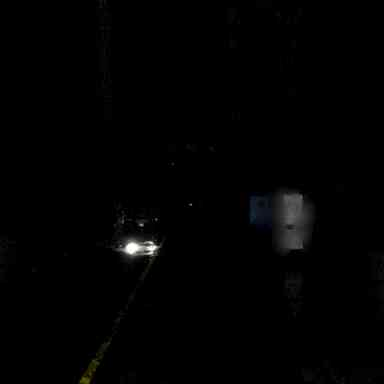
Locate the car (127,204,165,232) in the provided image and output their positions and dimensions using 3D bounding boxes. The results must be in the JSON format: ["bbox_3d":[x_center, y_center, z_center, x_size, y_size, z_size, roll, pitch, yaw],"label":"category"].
[{"bbox_3d":[-2.700,1.488,20.316,2.128,1.511,4.902,0,0,0],"label":"car"}]

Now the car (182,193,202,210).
[{"bbox_3d":[0.064,1.216,44.983,2.150,2.045,5.566,0,0,6],"label":"car"}]

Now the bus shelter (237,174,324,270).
[{"bbox_3d":[2.817,0.876,11.512,1.920,2.740,3.880,0,0,0],"label":"bus shelter"}]

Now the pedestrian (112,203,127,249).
[{"bbox_3d":[-2.865,1.294,13.046,0.375,1.860,0.375,0,0,-10],"label":"pedestrian"}]

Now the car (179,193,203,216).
[{"bbox_3d":[-0.092,1.221,32.414,2.150,2.045,5.566,0,0,0],"label":"car"}]
